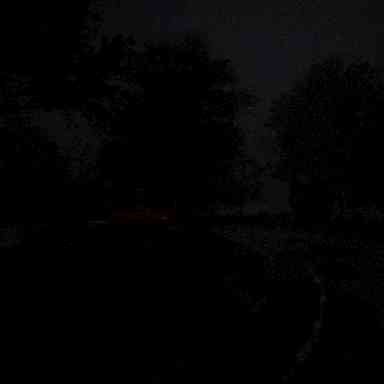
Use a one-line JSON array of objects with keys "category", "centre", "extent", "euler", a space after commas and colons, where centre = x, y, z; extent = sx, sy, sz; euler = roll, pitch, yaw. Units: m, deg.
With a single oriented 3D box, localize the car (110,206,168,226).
[{"category": "car", "centre": [-4.405, 1.934, 27.239], "extent": [5.008, 1.535, 1.882], "euler": [-1, -2, 23]}]
